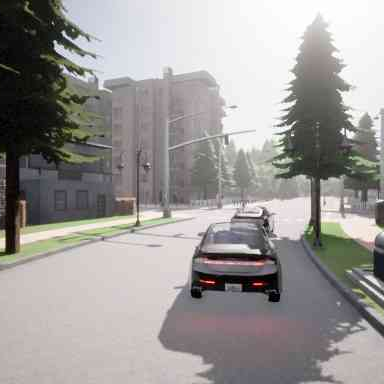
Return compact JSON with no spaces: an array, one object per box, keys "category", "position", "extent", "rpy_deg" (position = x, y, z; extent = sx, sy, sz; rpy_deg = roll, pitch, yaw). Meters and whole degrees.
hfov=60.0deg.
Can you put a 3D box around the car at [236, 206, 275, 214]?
[{"category":"car","position":[3.233,1.492,17.443],"extent":[2.128,1.511,4.902],"rpy_deg":[0,0,18]}]

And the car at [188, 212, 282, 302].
[{"category":"car","position":[1.106,1.492,8.335],"extent":[2.128,1.511,4.902],"rpy_deg":[0,0,9]}]
